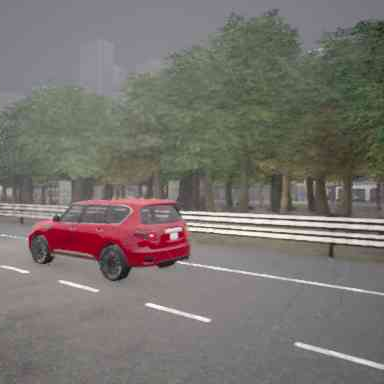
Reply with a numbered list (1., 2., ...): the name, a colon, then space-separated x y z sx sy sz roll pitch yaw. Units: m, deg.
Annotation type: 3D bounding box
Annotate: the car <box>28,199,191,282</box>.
1. car: -2.642 1.223 10.055 5.566 2.045 2.150 0 0 36
